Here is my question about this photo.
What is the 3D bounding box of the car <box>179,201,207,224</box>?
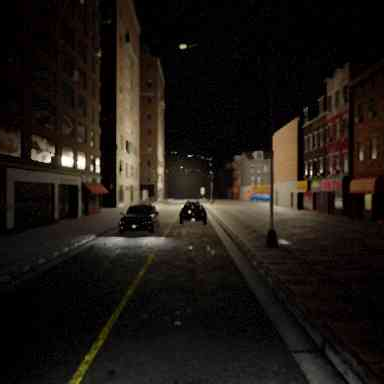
[{"bbox_3d":[0.078,1.545,24.306,1.895,1.301,4.718,0,0,0],"label":"car"}]

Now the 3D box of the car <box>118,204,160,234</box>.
[{"bbox_3d":[-2.865,1.458,18.839,1.837,1.490,4.892,0,0,0],"label":"car"}]

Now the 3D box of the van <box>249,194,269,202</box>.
[{"bbox_3d":[13.681,1.214,67.659,3.998,1.788,1.690,0,0,0],"label":"van"}]

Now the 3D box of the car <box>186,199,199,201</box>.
[{"bbox_3d":[0.064,1.518,41.340,1.895,1.301,4.718,0,0,0],"label":"car"}]
